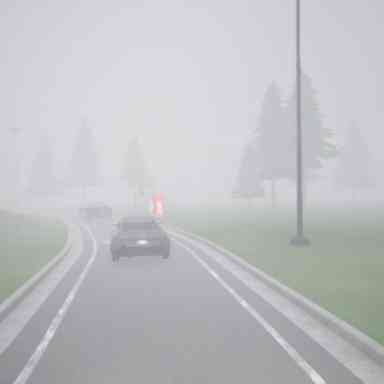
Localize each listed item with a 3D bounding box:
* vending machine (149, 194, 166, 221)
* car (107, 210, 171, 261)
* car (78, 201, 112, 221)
[{"bbox_3d":[-2.819,1.192,26.803,1.100,2.100,0.880,-1,0,-27],"label":"vending machine"},{"bbox_3d":[-2.047,1.569,12.520,1.994,1.385,4.181,0,0,-13],"label":"car"},{"bbox_3d":[-8.155,1.520,27.690,1.882,1.535,5.008,0,0,-30],"label":"car"}]
